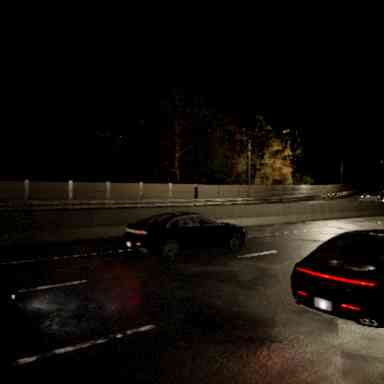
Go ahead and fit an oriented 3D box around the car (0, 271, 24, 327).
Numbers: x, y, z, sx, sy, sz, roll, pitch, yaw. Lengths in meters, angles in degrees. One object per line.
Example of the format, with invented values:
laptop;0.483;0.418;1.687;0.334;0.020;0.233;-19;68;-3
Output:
car;-5.252;1.548;4.300;5.357;1.411;2.033;0;0;-35

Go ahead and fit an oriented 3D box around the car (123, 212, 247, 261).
car;-0.085;1.493;12.280;4.902;1.511;2.128;0;0;-36

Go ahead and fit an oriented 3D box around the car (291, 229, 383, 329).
car;4.022;1.506;6.615;4.892;1.490;1.837;0;0;-35
